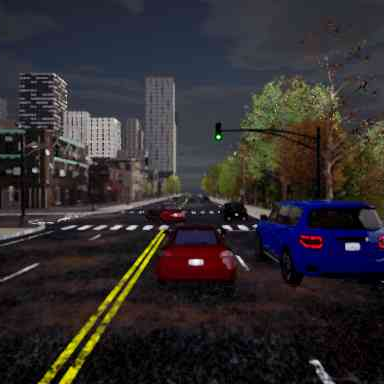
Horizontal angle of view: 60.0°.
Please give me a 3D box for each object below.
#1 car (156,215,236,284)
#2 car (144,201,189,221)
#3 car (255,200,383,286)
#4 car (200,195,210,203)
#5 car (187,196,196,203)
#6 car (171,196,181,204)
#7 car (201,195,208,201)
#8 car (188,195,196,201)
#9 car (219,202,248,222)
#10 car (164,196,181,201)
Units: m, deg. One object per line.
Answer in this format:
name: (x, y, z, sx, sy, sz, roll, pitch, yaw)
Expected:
car: (0.095, 1.592, 9.663, 1.994, 1.385, 4.181, 0, 0, 0)
car: (-2.194, 1.639, 25.966, 1.994, 1.385, 4.181, 0, 0, -29)
car: (3.350, 1.249, 9.655, 2.150, 2.045, 5.566, 0, 0, 0)
car: (3.210, 1.700, 76.351, 1.837, 1.490, 4.892, 0, 0, 0)
car: (-0.040, 1.740, 76.348, 2.033, 1.411, 5.357, 0, 0, 0)
car: (-3.285, 1.686, 68.327, 1.837, 1.490, 4.892, 0, 0, 0)
car: (3.206, 1.591, 86.770, 1.812, 1.442, 4.674, 0, 0, 0)
car: (-0.044, 1.619, 86.768, 1.994, 1.385, 4.181, 0, 0, 0)
car: (3.337, 1.556, 27.322, 1.882, 1.535, 5.008, 0, 0, 0)
car: (-3.351, 1.639, 53.014, 2.128, 1.511, 4.902, 0, 0, 0)
